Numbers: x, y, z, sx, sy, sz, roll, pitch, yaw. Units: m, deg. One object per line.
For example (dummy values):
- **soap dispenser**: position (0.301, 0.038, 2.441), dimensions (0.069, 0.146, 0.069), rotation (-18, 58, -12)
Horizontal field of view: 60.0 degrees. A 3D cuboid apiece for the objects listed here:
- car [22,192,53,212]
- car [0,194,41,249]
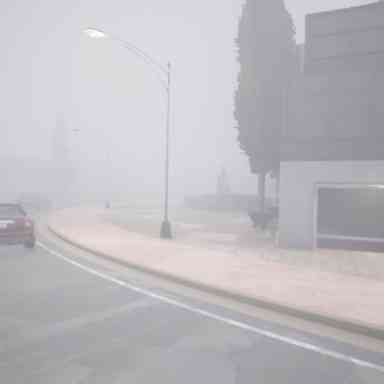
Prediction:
- **car**: position (-13.945, 0.768, 29.547), dimensions (2.097, 1.767, 4.553), rotation (1, 1, -9)
- **car**: position (-7.372, 1.077, 12.461), dimensions (2.097, 1.767, 4.553), rotation (1, 1, -36)
